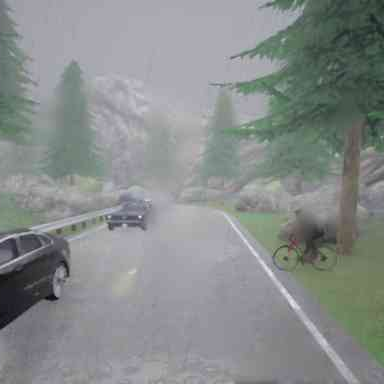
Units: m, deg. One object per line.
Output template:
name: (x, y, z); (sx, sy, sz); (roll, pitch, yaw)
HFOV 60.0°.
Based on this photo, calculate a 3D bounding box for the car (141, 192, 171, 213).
car: (-2.911, 0.726, 26.451); (1.812, 1.442, 4.674); (0, 1, -7)

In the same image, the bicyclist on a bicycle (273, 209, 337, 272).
bicyclist on a bicycle: (2.901, 1.250, 8.524); (1.656, 1.620, 0.582); (0, 3, 1)

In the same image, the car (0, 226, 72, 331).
car: (-3.474, 1.361, 5.062); (2.128, 1.511, 4.902); (0, 1, 1)

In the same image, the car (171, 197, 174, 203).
car: (-4.004, 0.757, 37.055); (1.895, 1.301, 4.718); (-1, 2, -37)

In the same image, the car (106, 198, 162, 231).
car: (-3.020, 1.195, 17.538); (1.895, 1.301, 4.718); (0, 1, 2)

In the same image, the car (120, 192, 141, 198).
car: (-5.594, 0.710, 33.321); (1.882, 1.535, 5.008); (0, 1, -34)
